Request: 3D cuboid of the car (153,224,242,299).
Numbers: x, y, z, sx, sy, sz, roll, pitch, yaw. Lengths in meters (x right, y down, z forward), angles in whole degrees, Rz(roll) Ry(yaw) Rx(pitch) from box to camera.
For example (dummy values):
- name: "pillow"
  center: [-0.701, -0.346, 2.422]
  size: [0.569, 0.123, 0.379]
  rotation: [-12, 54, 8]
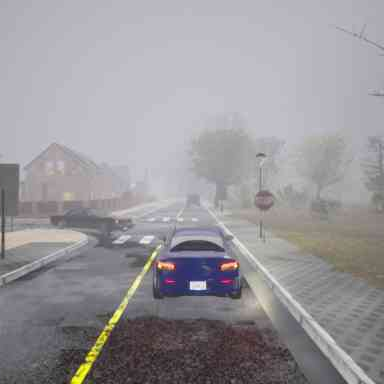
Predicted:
- name: "car"
  center: [0.107, 1.532, 8.315]
  size: [1.812, 1.442, 4.674]
  rotation: [0, 0, 0]

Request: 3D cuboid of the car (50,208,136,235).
- name: "car"
  center: [-5.535, 1.595, 18.710]
  size: [4.718, 1.301, 1.895]
  rotation: [1, -1, 24]

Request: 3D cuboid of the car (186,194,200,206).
- name: "car"
  center: [0.210, 1.342, 56.699]
  size: [2.150, 2.045, 5.566]
  rotation: [0, 0, 0]
